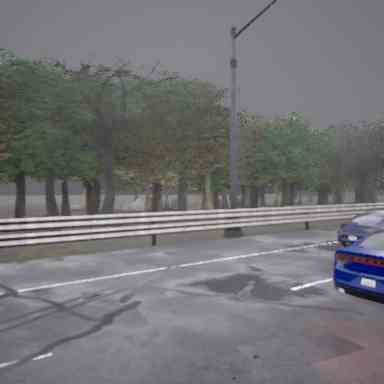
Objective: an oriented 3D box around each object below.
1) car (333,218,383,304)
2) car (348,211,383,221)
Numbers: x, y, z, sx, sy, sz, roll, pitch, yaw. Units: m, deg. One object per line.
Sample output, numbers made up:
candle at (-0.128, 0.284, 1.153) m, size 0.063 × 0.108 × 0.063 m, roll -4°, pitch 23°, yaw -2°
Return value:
car at (5.170, 1.457, 7.322) m, size 5.008 × 1.535 × 1.882 m, roll 0°, pitch 0°, yaw -35°
car at (7.686, 1.490, 13.283) m, size 4.674 × 1.442 × 1.812 m, roll 0°, pitch 0°, yaw -34°
